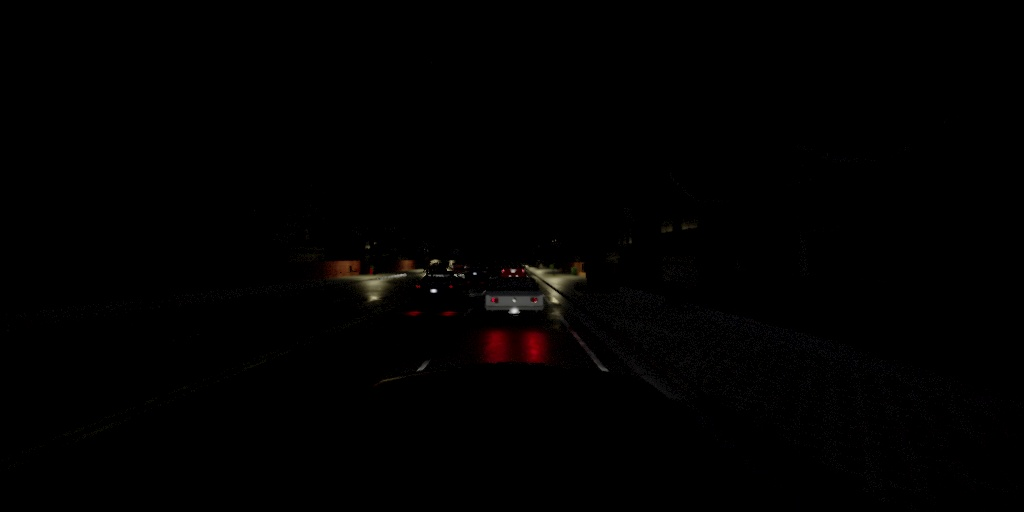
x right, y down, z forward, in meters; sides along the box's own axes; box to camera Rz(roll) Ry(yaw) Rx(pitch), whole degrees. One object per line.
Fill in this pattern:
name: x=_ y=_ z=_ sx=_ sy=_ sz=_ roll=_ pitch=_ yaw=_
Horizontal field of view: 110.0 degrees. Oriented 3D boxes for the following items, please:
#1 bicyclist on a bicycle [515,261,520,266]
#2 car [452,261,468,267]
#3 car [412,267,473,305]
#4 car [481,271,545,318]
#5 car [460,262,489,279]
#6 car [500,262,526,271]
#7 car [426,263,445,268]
bicyclist on a bicycle: x=0.906 y=1.568 z=58.478 sx=0.866 sy=1.612 sz=1.509 roll=0 pitch=0 yaw=0
car: x=-6.570 y=1.382 z=46.602 sx=2.097 sy=1.767 sz=4.553 roll=0 pitch=0 yaw=0
car: x=-3.156 y=1.384 z=16.481 sx=1.994 sy=1.385 sz=4.181 roll=0 pitch=0 yaw=0
car: x=0.086 y=1.403 z=13.221 sx=1.895 sy=1.301 sz=4.718 roll=0 pitch=0 yaw=0
car: x=-3.149 y=1.484 z=32.411 sx=1.994 sy=1.385 sz=4.181 roll=0 pitch=0 yaw=0
car: x=0.095 y=1.255 z=30.212 sx=2.097 sy=1.767 sz=4.553 roll=0 pitch=0 yaw=0
car: x=-9.820 y=1.594 z=46.445 sx=1.994 sy=1.385 sz=4.181 roll=0 pitch=0 yaw=0
